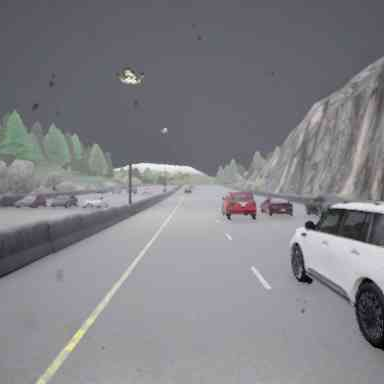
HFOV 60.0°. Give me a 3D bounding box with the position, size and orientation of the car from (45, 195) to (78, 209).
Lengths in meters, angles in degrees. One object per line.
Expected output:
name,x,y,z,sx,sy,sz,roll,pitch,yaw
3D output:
car,-14.082,1.074,36.955,1.837,1.490,4.892,0,1,0

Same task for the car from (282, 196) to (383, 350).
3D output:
car,3.602,1.181,6.285,2.150,2.045,5.566,0,0,0

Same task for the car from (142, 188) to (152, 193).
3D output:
car,-10.487,-0.251,77.695,2.097,1.767,4.553,0,2,0

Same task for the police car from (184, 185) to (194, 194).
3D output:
police car,-1.035,-0.333,85.572,1.930,1.638,5.238,0,2,0

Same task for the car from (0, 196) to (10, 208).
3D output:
car,-21.085,1.127,36.439,2.033,1.411,5.357,0,1,0

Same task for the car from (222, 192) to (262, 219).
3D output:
car,3.604,0.970,26.001,2.150,2.045,5.566,0,1,0

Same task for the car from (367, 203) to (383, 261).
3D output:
car,7.101,1.290,9.215,2.097,1.767,4.553,0,0,0

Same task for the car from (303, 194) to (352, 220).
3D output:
car,10.604,1.092,26.454,2.097,1.767,4.553,0,1,0

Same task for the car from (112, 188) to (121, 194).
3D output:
car,-17.487,-0.081,77.672,1.812,1.442,4.674,0,2,0

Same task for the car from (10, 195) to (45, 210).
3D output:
car,-17.582,1.101,36.662,1.812,1.442,4.674,0,1,0

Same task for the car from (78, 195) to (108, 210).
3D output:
car,-10.584,1.100,36.651,1.812,1.442,4.674,0,1,0

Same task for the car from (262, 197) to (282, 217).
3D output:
car,7.105,1.190,28.336,1.882,1.535,5.008,0,1,0

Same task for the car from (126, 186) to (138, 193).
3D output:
car,-13.987,-0.379,77.631,2.150,2.045,5.566,0,2,0
